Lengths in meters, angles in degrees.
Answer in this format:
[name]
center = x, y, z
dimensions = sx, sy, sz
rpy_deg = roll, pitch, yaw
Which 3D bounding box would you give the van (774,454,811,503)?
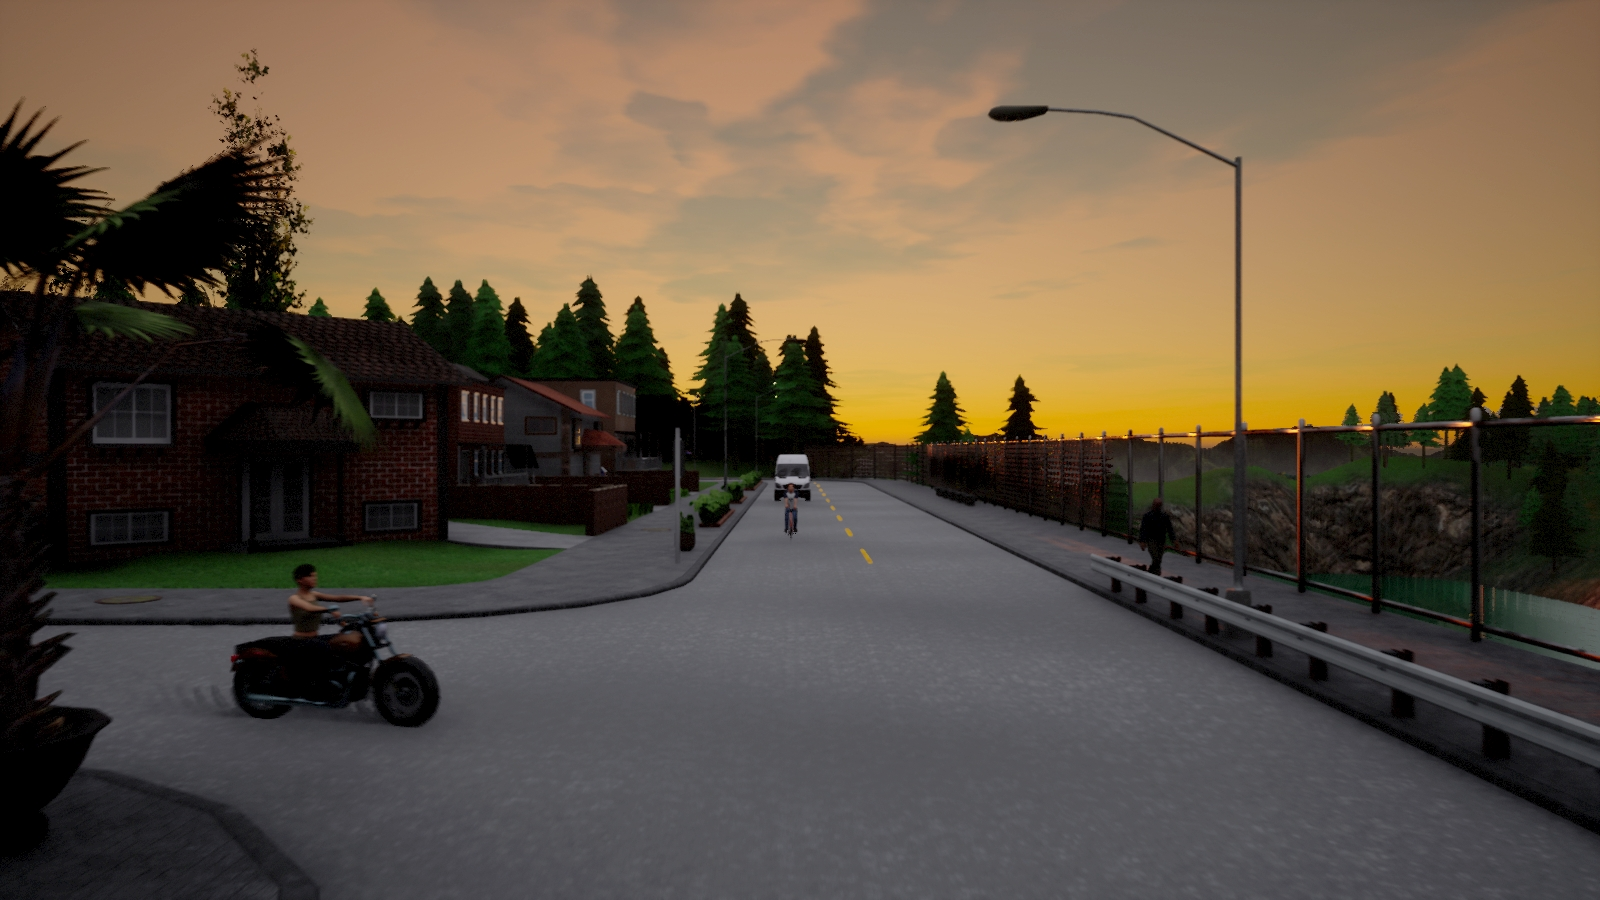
[van]
center = -0.418, 1.534, 63.536
dimensions = 1.988, 2.561, 5.915
rpy_deg = 0, 0, 0

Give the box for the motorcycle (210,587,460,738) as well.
[motorcycle]
center = -4.785, 2.155, 11.790
dimensions = 2.356, 1.307, 0.764
rpy_deg = 0, 1, 12

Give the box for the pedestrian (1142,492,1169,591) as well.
[pedestrian]
center = 6.776, 1.744, 21.803
dimensions = 0.375, 1.860, 0.375
rpy_deg = 0, 0, -5
